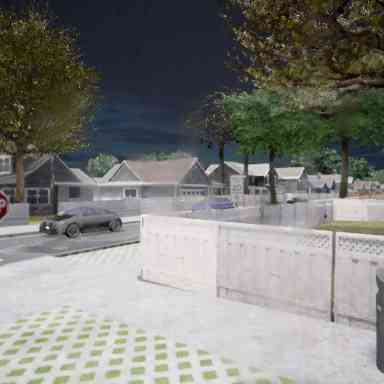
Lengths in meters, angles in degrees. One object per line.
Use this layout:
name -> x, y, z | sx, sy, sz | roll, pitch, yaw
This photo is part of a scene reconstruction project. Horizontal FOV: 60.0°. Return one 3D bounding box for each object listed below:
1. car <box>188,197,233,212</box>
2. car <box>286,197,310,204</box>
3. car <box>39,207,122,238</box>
car -> 1.609, 1.225, 27.591 | 2.097, 1.767, 4.553 | 0, 0, 35
car -> 14.493, 1.370, 45.522 | 1.895, 1.301, 4.718 | 0, 0, 36
car -> -5.677, 1.498, 17.367 | 1.994, 1.385, 4.181 | 0, 0, 36
